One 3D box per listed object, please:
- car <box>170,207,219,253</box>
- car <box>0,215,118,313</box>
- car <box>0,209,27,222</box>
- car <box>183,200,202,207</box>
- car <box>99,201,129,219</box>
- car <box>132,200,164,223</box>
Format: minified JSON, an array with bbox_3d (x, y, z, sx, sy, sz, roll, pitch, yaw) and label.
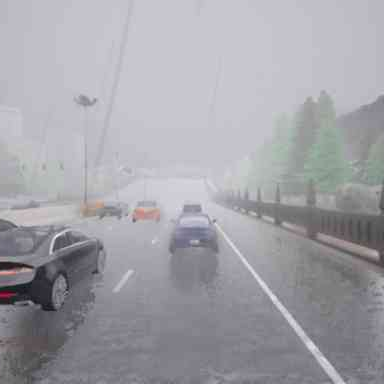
[{"bbox_3d":[0.080,1.571,13.888,1.812,1.442,4.674,0,0,0],"label":"car"},{"bbox_3d":[-3.415,1.521,7.715,2.128,1.511,4.902,0,0,0],"label":"car"},{"bbox_3d":[-6.916,1.523,10.866,1.882,1.535,5.008,0,0,0],"label":"car"},{"bbox_3d":[0.045,1.589,34.349,1.882,1.535,5.008,0,0,0],"label":"car"},{"bbox_3d":[-6.947,1.611,30.043,1.837,1.490,4.892,0,0,0],"label":"car"},{"bbox_3d":[-3.442,1.445,26.914,2.097,1.767,4.553,0,0,0],"label":"car"}]
